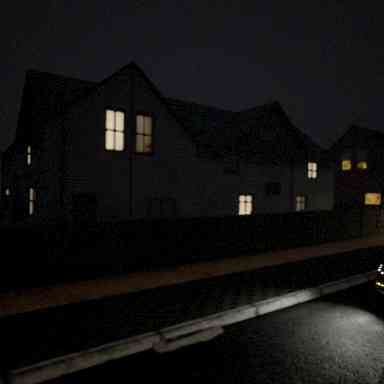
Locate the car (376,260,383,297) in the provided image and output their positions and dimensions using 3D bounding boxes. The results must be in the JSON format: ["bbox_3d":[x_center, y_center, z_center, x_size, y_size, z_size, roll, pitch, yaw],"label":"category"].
[{"bbox_3d":[5.930,1.510,7.284,4.892,1.490,1.837,0,0,-35],"label":"car"}]
